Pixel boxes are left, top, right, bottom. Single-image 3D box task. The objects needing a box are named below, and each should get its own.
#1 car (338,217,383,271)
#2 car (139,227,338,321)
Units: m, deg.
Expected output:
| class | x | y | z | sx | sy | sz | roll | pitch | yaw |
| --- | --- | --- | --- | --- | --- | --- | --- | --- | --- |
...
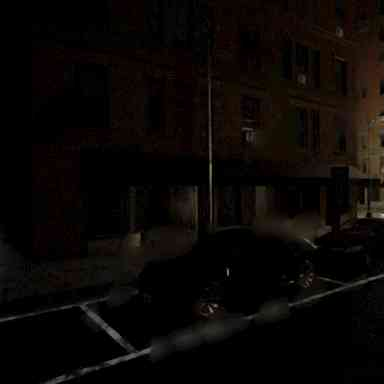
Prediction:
| class | x | y | z | sx | sy | sz | roll | pitch | yaw |
| --- | --- | --- | --- | --- | --- | --- | --- | --- | --- |
| car | 5.466 | 1.468 | 10.396 | 4.206 | 1.307 | 1.802 | -1 | 0 | -35 |
| car | 0.978 | 1.512 | 7.215 | 4.313 | 1.339 | 1.947 | -1 | 0 | -35 |
